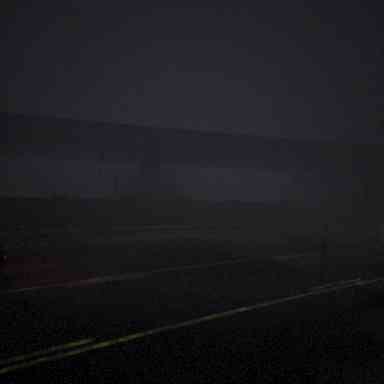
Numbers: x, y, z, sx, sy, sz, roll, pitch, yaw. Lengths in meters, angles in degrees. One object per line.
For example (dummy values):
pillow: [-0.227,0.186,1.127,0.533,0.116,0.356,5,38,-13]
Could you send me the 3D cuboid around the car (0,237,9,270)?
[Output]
car: [-6.805,1.510,7.494,4.674,1.442,1.812,1,-1,-37]
